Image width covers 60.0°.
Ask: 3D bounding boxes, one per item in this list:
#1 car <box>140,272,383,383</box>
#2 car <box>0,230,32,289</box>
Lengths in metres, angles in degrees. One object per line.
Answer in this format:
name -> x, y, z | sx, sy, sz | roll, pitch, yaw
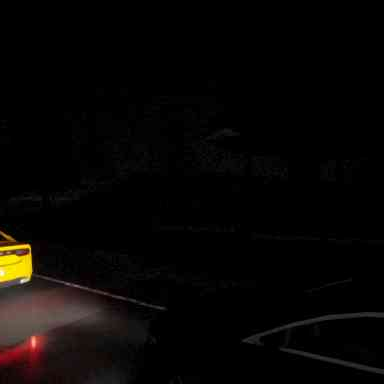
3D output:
car -> 1.711, 1.492, 2.787 | 4.902, 1.511, 2.128 | 0, 0, 35
car -> -5.888, 1.468, 8.038 | 5.008, 1.535, 1.882 | 0, 0, 35
